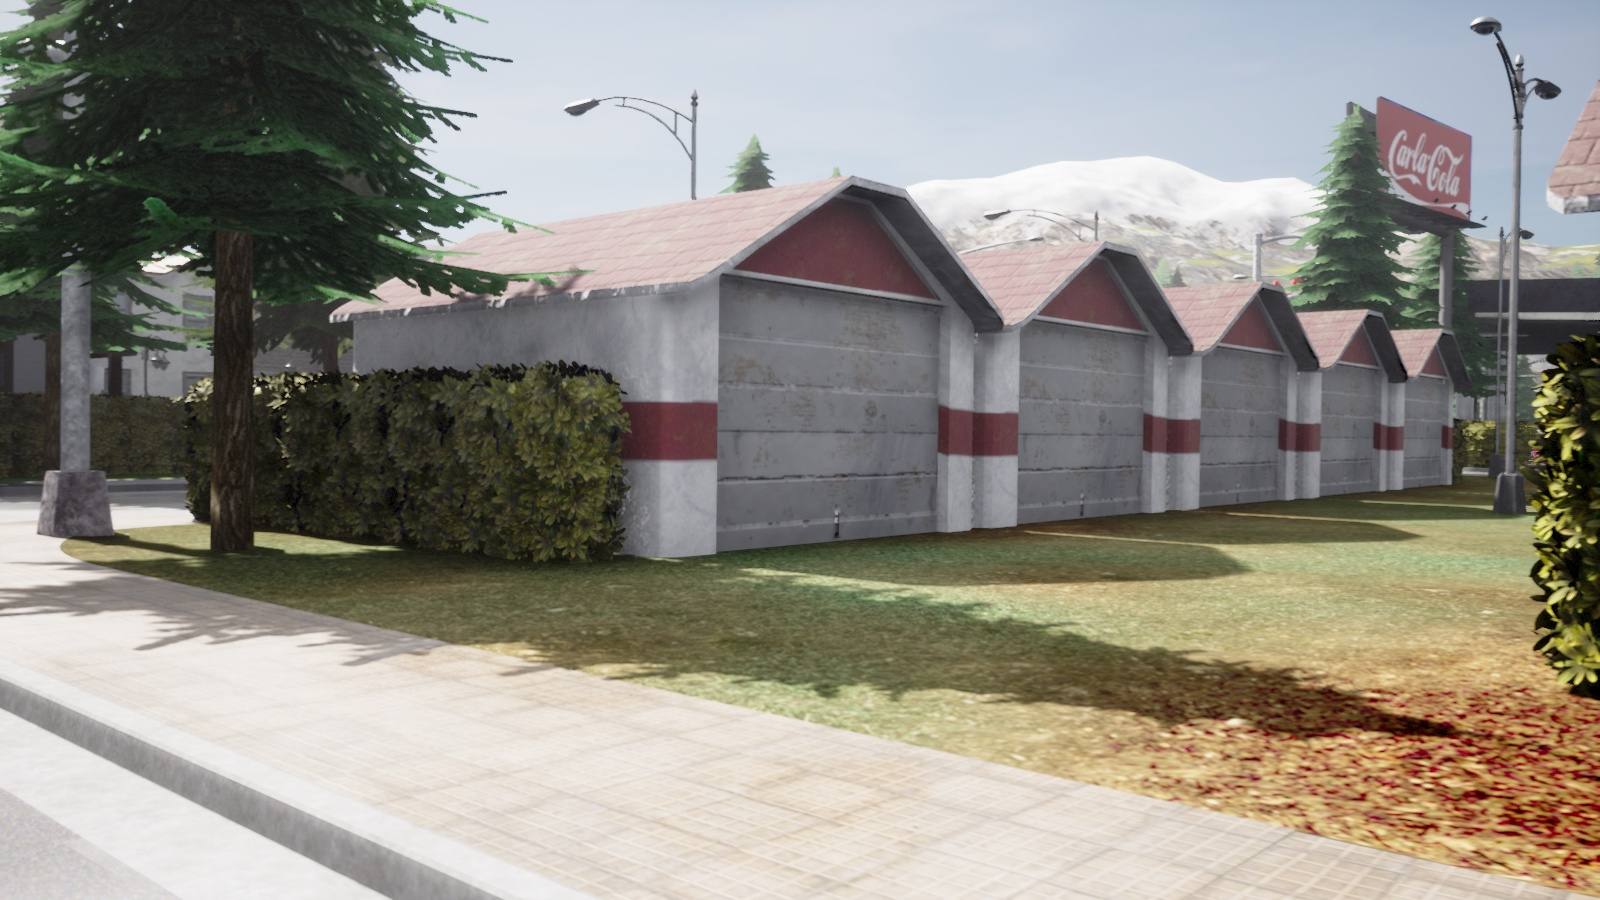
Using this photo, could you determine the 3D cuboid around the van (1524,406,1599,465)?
[{"bbox_3d":[27.537,-0.475,43.043,4.442,1.987,1.775,1,1,41],"label":"van"}]
